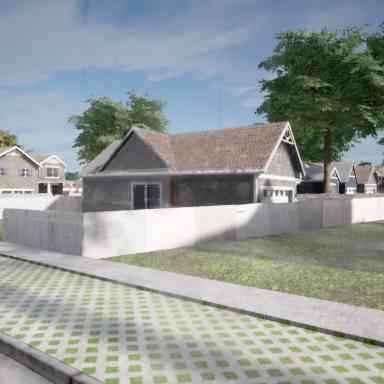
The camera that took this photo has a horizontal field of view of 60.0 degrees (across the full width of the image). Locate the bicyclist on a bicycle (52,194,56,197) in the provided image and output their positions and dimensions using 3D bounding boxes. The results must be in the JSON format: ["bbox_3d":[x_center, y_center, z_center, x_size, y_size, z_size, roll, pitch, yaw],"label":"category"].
[{"bbox_3d":[-13.035,1.027,31.551,1.656,1.620,0.582,0,1,34],"label":"bicyclist on a bicycle"}]
